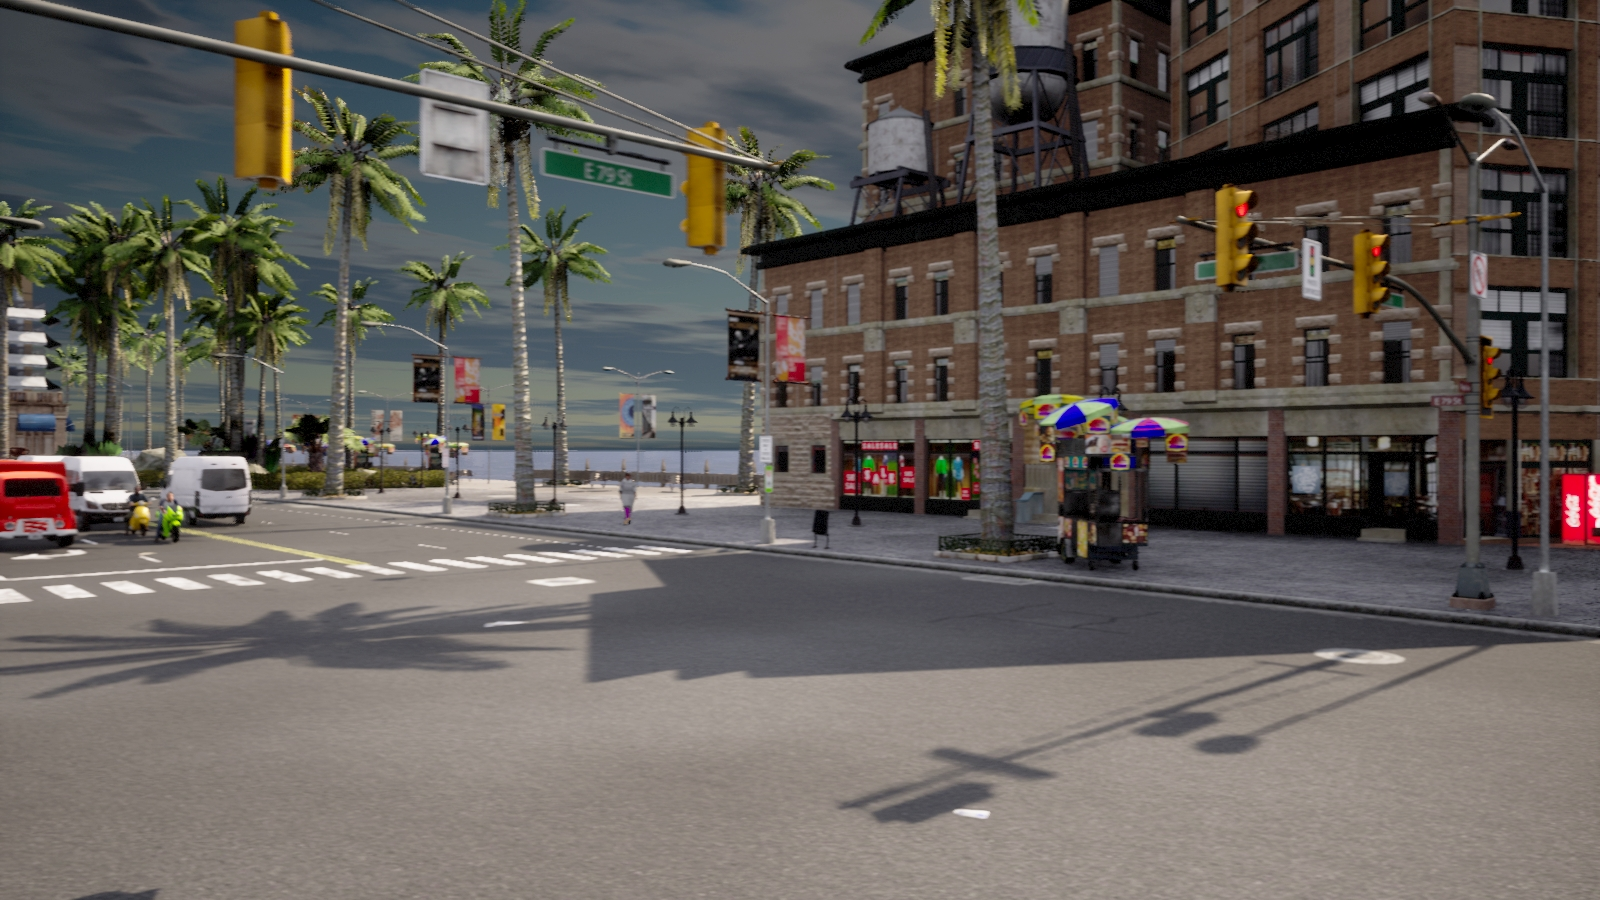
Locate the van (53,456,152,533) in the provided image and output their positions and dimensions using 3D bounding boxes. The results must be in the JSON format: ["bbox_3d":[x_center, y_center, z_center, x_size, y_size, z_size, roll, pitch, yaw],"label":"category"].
[{"bbox_3d":[-25.539,1.529,41.719,1.988,2.561,5.915,0,0,-42],"label":"van"}]

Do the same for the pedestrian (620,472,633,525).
[{"bbox_3d":[-6.079,1.694,40.099,0.375,1.860,0.375,0,0,-24],"label":"pedestrian"}]

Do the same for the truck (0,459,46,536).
[{"bbox_3d":[-27.681,1.563,38.848,2.627,2.467,5.204,0,0,-42],"label":"truck"}]

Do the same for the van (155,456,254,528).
[{"bbox_3d":[-23.128,1.529,44.259,1.988,2.561,5.915,0,0,-42],"label":"van"}]

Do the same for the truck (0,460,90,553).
[{"bbox_3d":[-23.015,1.561,33.712,2.627,2.467,5.204,0,0,-42],"label":"truck"}]
